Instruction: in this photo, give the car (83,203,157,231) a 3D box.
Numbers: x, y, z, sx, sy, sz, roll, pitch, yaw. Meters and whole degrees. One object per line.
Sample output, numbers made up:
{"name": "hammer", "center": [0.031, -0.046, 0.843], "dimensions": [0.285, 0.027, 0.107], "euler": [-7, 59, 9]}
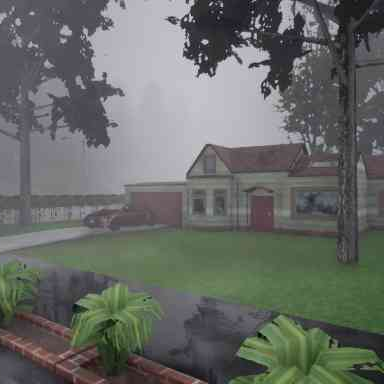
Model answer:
{"name": "car", "center": [-3.872, 1.300, 18.374], "dimensions": [1.994, 1.381, 4.181], "euler": [0, 0, 35]}
